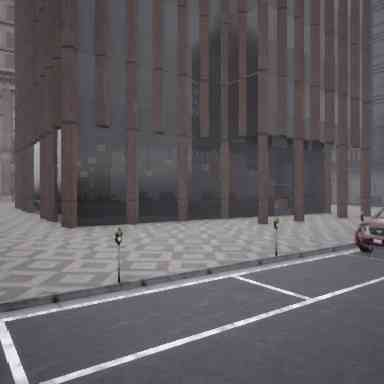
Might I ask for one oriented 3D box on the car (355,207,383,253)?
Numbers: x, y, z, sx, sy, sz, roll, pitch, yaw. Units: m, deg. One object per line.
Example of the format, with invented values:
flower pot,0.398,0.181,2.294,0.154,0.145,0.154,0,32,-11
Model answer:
car,8.216,1.315,12.510,5.009,1.841,2.192,0,0,-36
